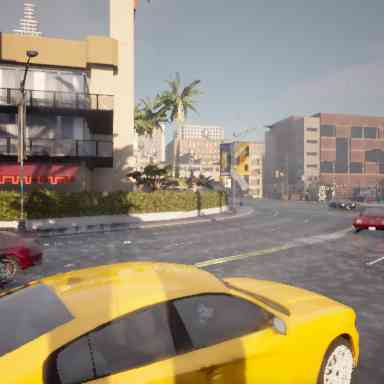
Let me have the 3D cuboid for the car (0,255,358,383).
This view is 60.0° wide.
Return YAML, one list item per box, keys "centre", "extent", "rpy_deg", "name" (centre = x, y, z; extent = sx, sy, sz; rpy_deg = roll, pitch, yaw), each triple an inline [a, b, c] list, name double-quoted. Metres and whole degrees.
- centre: [-0.315, 1.475, 3.268]
  extent: [5.008, 1.535, 1.882]
  rpy_deg: [0, 0, -36]
  name: "car"

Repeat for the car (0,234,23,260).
- centre: [-4.734, 1.559, 4.383]
  extent: [4.181, 1.385, 1.994]
  rpy_deg: [0, 0, -35]
  name: "car"

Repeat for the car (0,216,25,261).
- centre: [-8.135, 1.589, 10.663]
  extent: [4.718, 1.301, 1.895]
  rpy_deg: [0, 0, -36]
  name: "car"

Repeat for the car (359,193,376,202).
- centre: [36.605, 1.225, 70.992]
  extent: [2.185, 1.767, 4.553]
  rpy_deg: [0, 0, -14]
  name: "car"

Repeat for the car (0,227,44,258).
- centre: [-6.070, 1.517, 7.921]
  extent: [4.674, 1.442, 1.812]
  rpy_deg: [0, 0, -36]
  name: "car"

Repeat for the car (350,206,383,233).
- centre: [10.651, 1.594, 18.955]
  extent: [1.895, 1.301, 4.718]
  rpy_deg: [0, 0, 37]
  name: "car"

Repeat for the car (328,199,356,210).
- centre: [18.879, 1.582, 42.185]
  extent: [1.895, 1.301, 4.718]
  rpy_deg: [0, 0, 3]
  name: "car"
